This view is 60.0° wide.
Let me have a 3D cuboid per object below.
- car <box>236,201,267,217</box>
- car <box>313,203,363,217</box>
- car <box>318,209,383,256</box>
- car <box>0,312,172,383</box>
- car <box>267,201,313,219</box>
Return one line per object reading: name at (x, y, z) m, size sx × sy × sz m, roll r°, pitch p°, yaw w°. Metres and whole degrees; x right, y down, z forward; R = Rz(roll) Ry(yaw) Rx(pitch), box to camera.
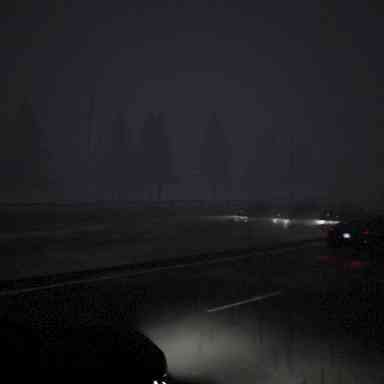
car at (6.085, 1.544, 30.965) m, size 4.181 × 1.385 × 1.994 m, roll 0°, pitch 0°, yaw -35°
car at (12.029, 1.542, 26.580) m, size 4.181 × 1.385 × 1.994 m, roll 0°, pitch 0°, yaw -35°
car at (7.233, 1.552, 13.200) m, size 4.181 × 1.385 × 1.994 m, roll 0°, pitch 0°, yaw -36°
car at (-2.400, 1.506, 2.018) m, size 4.892 × 1.490 × 1.837 m, roll 0°, pitch 0°, yaw -36°
car at (9.352, 1.526, 28.979) m, size 5.357 × 1.411 × 2.033 m, roll 0°, pitch 0°, yaw -35°
